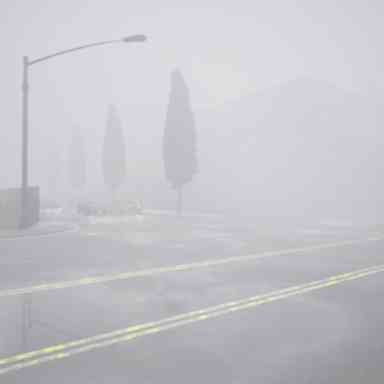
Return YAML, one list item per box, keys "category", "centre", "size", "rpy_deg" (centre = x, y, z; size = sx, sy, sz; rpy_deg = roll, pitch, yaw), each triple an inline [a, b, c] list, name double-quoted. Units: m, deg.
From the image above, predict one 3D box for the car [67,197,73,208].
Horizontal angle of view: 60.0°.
- category: "car"
  centre: [-16.111, 1.455, 47.167]
  size: [2.097, 1.767, 4.553]
  rpy_deg: [1, 0, -36]

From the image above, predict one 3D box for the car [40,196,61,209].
- category: "car"
  centre: [-19.577, 1.642, 45.979]
  size: [1.994, 1.385, 4.181]
  rpy_deg: [1, 0, -36]

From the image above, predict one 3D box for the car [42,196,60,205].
- category: "car"
  centre: [-25.711, 1.585, 60.497]
  size: [1.882, 1.535, 5.008]
  rpy_deg: [1, -1, -36]

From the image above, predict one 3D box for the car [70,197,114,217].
- category: "car"
  centre: [-9.942, 1.571, 32.722]
  size: [2.128, 1.511, 4.902]
  rpy_deg: [1, 0, -36]

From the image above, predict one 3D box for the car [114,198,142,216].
- category: "car"
  centre: [-7.020, 1.456, 34.658]
  size: [2.097, 1.767, 4.553]
  rpy_deg: [1, 0, -36]
